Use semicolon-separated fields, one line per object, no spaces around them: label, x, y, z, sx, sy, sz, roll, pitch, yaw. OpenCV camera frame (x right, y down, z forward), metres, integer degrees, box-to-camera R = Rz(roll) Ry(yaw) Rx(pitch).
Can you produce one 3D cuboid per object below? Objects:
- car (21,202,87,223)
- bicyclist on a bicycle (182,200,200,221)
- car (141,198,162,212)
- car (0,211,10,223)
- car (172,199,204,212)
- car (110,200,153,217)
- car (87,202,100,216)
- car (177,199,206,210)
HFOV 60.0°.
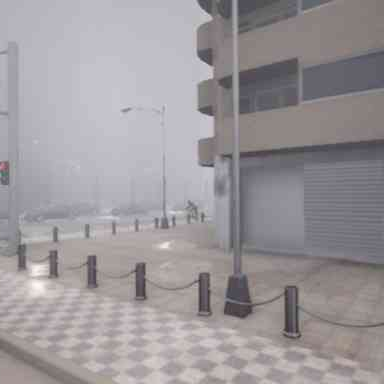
car;-11.798;1.747;28.003;2.128;1.511;4.902;-1;0;36
bicyclist on a bicycle;-0.098;1.424;25.448;1.656;1.620;0.582;-1;-1;36
car;-5.848;1.649;42.201;2.097;1.767;4.553;-1;0;36
car;-17.173;1.899;26.561;1.895;1.301;4.718;-1;0;36
car;-0.730;1.818;43.306;1.994;1.385;4.181;-1;0;36
car;-6.575;1.819;35.227;1.994;1.385;4.181;-1;0;36
car;-11.702;1.802;34.109;1.837;1.490;4.892;-1;0;36
car;-0.002;1.801;50.259;1.837;1.490;4.892;-1;0;36
